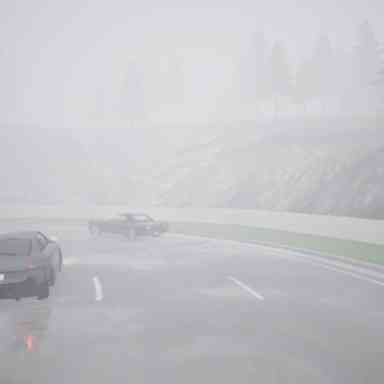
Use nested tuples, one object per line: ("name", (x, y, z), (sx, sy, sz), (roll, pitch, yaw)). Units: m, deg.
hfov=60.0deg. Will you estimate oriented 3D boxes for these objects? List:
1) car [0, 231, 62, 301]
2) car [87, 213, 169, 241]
("car", (-4.472, 1.666, 8.410), (1.994, 1.385, 4.181), (0, -1, -18))
("car", (-3.624, 1.821, 18.256), (4.718, 1.301, 1.895), (0, -1, 36))
